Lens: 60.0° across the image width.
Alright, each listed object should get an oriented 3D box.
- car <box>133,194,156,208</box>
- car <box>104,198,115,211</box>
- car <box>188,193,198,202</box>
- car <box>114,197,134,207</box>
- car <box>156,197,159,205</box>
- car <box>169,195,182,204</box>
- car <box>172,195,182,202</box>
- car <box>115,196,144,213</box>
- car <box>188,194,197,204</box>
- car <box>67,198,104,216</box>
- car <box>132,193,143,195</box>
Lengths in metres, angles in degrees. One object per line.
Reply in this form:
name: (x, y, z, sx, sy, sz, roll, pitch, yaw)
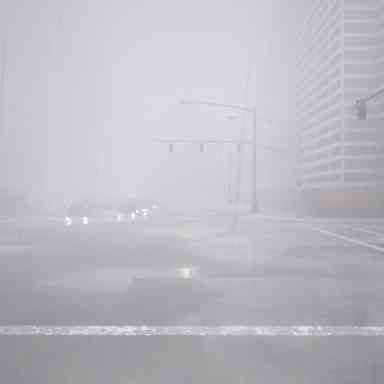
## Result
car: (-7.001, 1.491, 48.181, 2.128, 1.511, 4.902, 0, 0, 0)
car: (-10.514, 1.477, 41.848, 1.882, 1.535, 5.008, 0, 0, 0)
car: (0.148, 1.184, 74.335, 2.097, 1.767, 4.553, 0, 0, 0)
car: (-10.492, 1.547, 51.759, 2.033, 1.411, 5.357, 0, 0, 0)
car: (-6.963, 1.601, 58.505, 1.895, 1.301, 4.718, 0, 0, 0)
car: (-3.373, 1.491, 64.088, 2.128, 1.511, 4.902, 0, 0, 0)
car: (-3.352, 1.354, 74.372, 2.128, 1.511, 4.902, 0, 0, 0)
car: (-7.024, 1.505, 37.830, 1.837, 1.490, 4.892, 0, 0, 0)
car: (0.127, 1.547, 64.081, 2.033, 1.411, 5.357, 0, 0, 0)
car: (-10.572, 1.352, 32.716, 2.097, 1.767, 4.553, 0, 0, 1)
car: (-10.432, 1.477, 62.040, 1.882, 1.535, 5.008, 0, 0, 0)
